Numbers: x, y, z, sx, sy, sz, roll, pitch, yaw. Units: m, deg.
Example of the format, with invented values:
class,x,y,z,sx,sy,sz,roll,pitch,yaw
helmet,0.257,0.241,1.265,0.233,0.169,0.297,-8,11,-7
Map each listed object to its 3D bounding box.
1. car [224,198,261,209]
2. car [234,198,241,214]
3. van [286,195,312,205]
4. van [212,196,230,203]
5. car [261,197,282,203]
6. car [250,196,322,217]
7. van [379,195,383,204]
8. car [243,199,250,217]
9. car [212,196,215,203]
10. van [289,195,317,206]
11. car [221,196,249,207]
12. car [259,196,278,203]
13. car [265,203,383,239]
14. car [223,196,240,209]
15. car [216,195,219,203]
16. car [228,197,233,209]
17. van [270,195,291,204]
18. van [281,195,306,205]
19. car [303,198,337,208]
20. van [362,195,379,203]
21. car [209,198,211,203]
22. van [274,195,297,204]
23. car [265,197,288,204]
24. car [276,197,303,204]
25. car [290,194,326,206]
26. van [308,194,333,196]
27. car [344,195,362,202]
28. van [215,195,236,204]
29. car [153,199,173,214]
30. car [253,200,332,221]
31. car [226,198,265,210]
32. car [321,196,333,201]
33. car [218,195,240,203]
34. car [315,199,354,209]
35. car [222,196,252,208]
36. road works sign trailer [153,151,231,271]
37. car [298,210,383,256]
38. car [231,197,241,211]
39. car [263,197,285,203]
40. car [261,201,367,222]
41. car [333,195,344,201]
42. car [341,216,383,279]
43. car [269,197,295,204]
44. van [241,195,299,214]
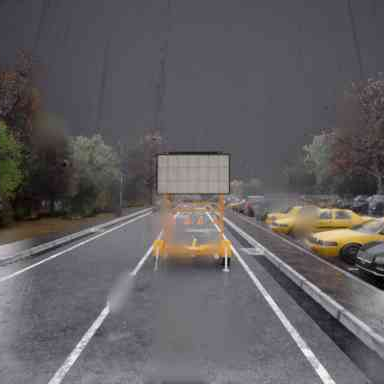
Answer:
class,x,y,z,sx,sy,sz,roll,pitch,yaw
car,7.155,1.652,47.497,4.892,1.521,2.231,0,0,0
car,7.032,1.606,33.617,4.792,1.488,2.163,0,0,0
van,20.476,1.506,63.915,4.442,1.987,1.878,0,0,0
van,7.558,1.930,86.343,4.442,1.987,1.878,0,-1,0
car,20.515,2.147,86.177,5.008,1.535,2.097,0,-1,0
car,7.033,1.409,25.291,4.553,1.767,2.185,0,0,0
van,20.237,1.329,30.674,4.442,1.987,1.878,0,0,0
car,7.051,1.577,28.064,4.792,1.488,2.163,0,0,0
car,7.330,1.504,66.931,5.566,2.045,2.435,0,0,0
van,20.458,1.492,61.270,4.442,1.987,1.878,0,0,0
car,7.190,1.570,55.826,4.553,1.767,2.185,0,0,0
car,20.508,2.078,88.825,4.553,1.767,2.185,0,-1,0
car,6.757,1.524,17.093,5.366,1.575,1.946,0,0,0
car,6.936,1.618,41.946,5.366,1.575,1.946,0,0,0
car,7.236,1.710,58.601,5.008,1.535,2.097,0,0,0
car,7.072,1.636,39.169,4.792,1.488,2.163,0,0,0
van,20.577,1.741,77.747,4.442,1.987,1.878,0,-1,0
van,20.264,1.522,66.820,4.442,1.987,1.878,0,-1,0
car,20.278,1.713,52.834,4.674,1.452,2.002,0,0,0
van,20.023,1.343,33.446,4.442,1.987,1.878,0,0,0
car,7.427,2.096,83.563,5.008,1.535,2.097,0,-1,0
van,20.303,1.622,72.211,4.442,1.987,1.878,0,-1,0
car,20.474,2.027,80.512,4.892,1.521,2.231,0,-1,0
car,20.405,1.788,69.435,5.008,1.535,2.097,0,-1,0
car,20.292,1.452,58.501,5.566,2.045,2.435,0,0,0
van,20.378,1.433,50.190,4.442,1.987,1.878,0,0,0
car,20.132,1.333,36.215,5.566,2.045,2.435,0,0,0
van,7.225,1.633,72.467,4.442,1.987,1.878,0,-1,0
car,-3.172,1.606,36.710,1.837,1.490,4.892,0,0,0
car,6.975,1.527,22.512,4.892,1.521,2.231,0,0,0
car,7.148,1.637,44.721,4.892,1.521,2.231,0,0,0
car,20.215,1.628,44.525,5.008,1.535,2.097,0,0,0
car,6.996,1.663,50.274,5.366,1.575,1.946,0,0,0
car,20.244,1.684,47.419,4.674,1.452,2.002,0,0,0
car,7.170,1.555,53.050,4.553,1.767,2.185,0,0,0
road works sign trailer,0.052,0.483,10.952,2.380,3.560,2.880,0,0,3
car,6.716,1.540,11.420,5.366,1.575,1.946,0,0,0
car,7.052,1.621,36.393,4.792,1.488,2.163,0,0,0
car,20.495,2.085,83.282,5.008,1.535,2.097,0,-1,0
car,7.147,1.521,19.743,5.366,1.575,1.946,0,0,0
car,20.152,1.348,38.985,5.566,2.045,2.435,0,0,0
car,6.888,1.554,8.643,4.892,1.521,2.231,0,0,0
car,20.255,1.904,74.974,5.366,1.575,1.946,0,-1,0
van,7.158,1.336,30.841,4.442,1.987,1.878,0,0,0
